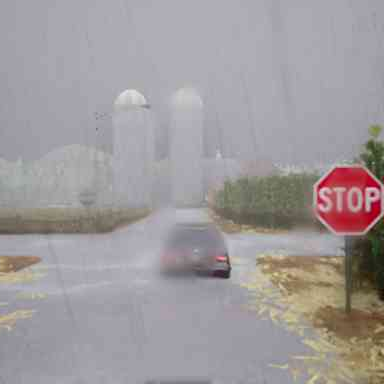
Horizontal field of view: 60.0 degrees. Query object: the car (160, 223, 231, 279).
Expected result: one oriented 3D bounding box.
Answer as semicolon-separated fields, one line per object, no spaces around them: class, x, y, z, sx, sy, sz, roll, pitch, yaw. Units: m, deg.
car;0.094;1.654;10.295;2.033;1.411;5.357;0;-1;0
